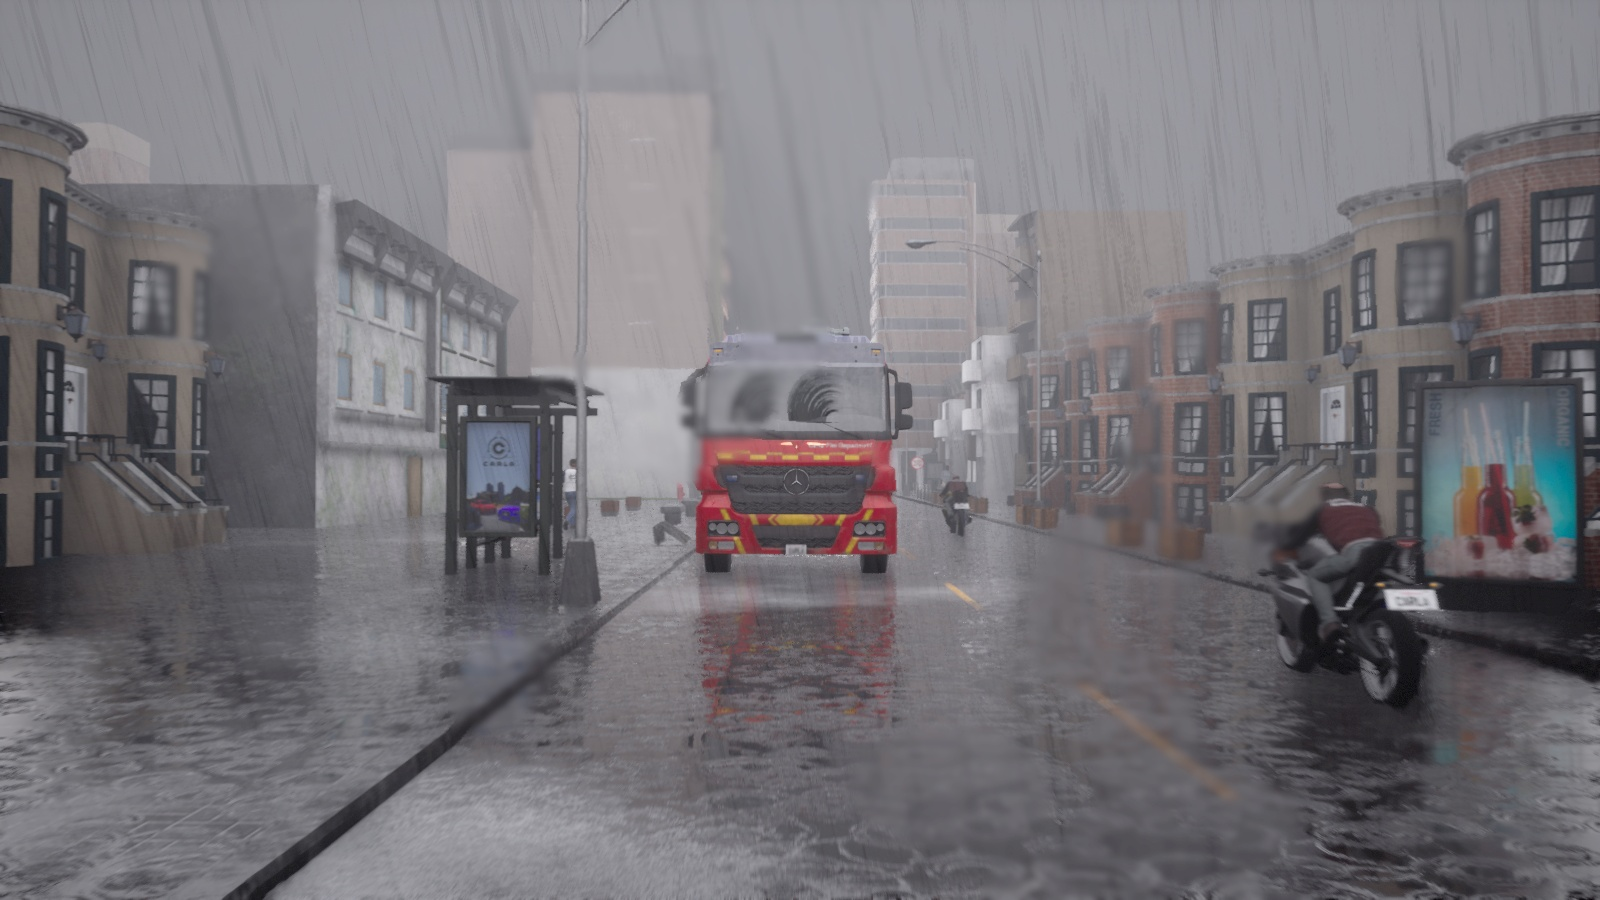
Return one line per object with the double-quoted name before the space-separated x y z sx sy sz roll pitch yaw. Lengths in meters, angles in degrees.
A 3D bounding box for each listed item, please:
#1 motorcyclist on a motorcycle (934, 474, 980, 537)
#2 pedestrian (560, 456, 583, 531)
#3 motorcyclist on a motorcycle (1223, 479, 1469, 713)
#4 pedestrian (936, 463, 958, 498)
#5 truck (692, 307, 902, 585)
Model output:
"motorcyclist on a motorcycle" 3.927 1.364 31.647 0.866 1.530 2.191 0 -1 0
"pedestrian" -5.665 1.069 31.165 0.354 1.836 0.706 0 -1 10
"motorcyclist on a motorcycle" 3.979 0.991 9.400 0.866 1.530 2.191 0 -1 0
"pedestrian" 7.903 1.625 67.653 0.874 1.855 0.900 0 -1 -15
"truck" -0.055 0.011 21.569 2.891 3.827 8.468 0 -1 0
